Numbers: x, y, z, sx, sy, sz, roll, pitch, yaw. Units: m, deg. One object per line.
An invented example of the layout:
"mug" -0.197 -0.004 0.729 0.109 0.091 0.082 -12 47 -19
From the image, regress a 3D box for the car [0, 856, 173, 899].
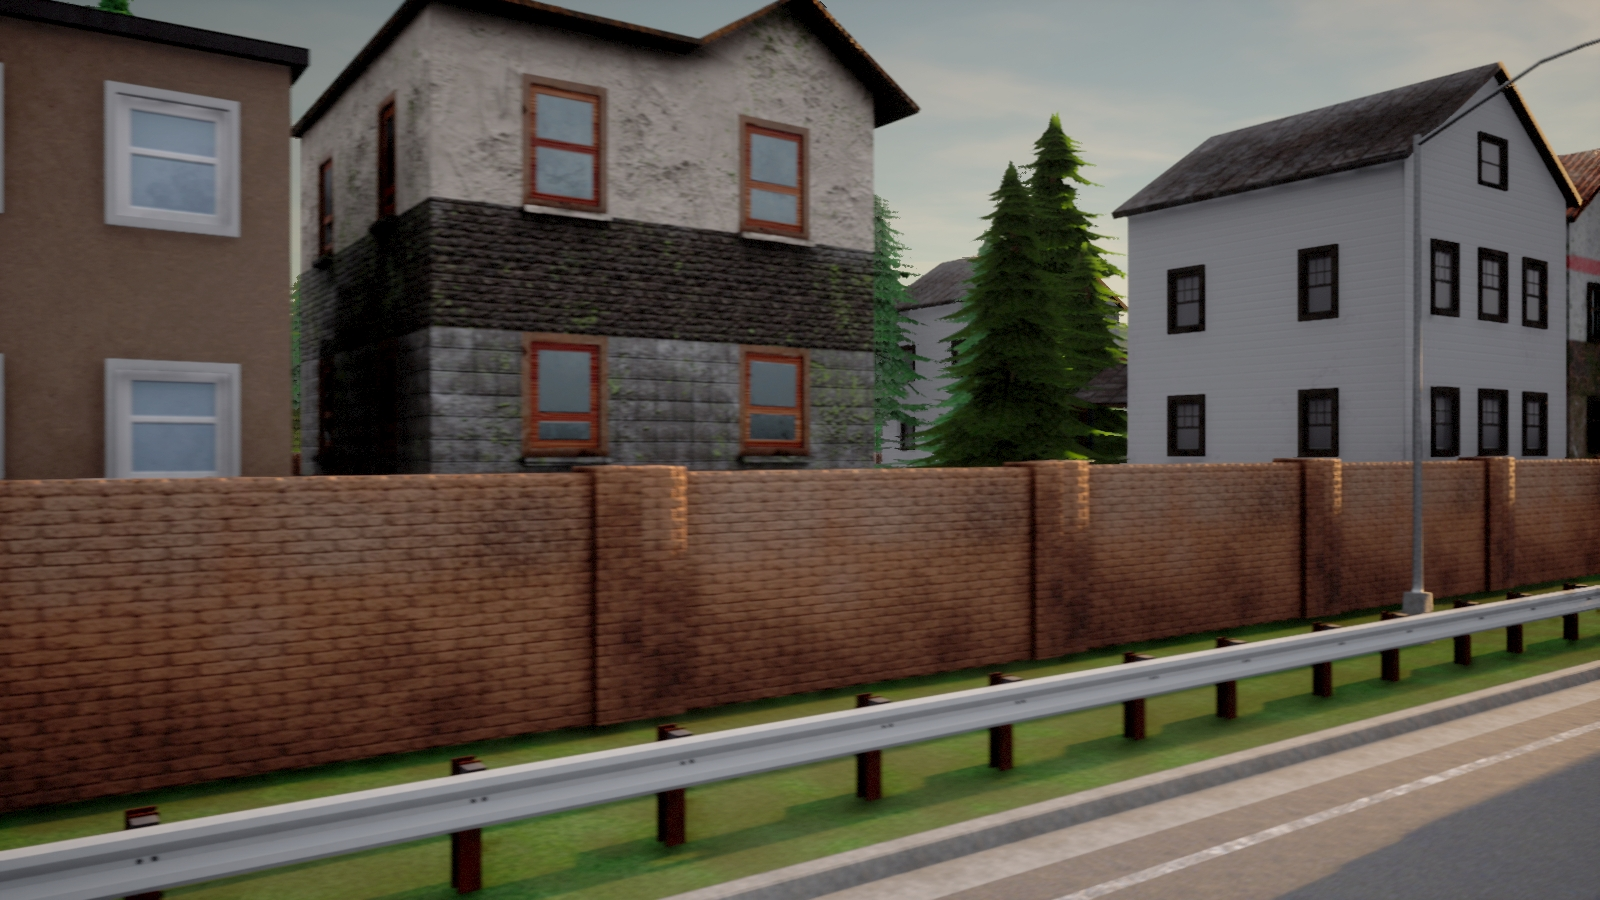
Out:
"car" -3.299 2.040 1.477 4.514 1.525 2.007 0 0 -35
